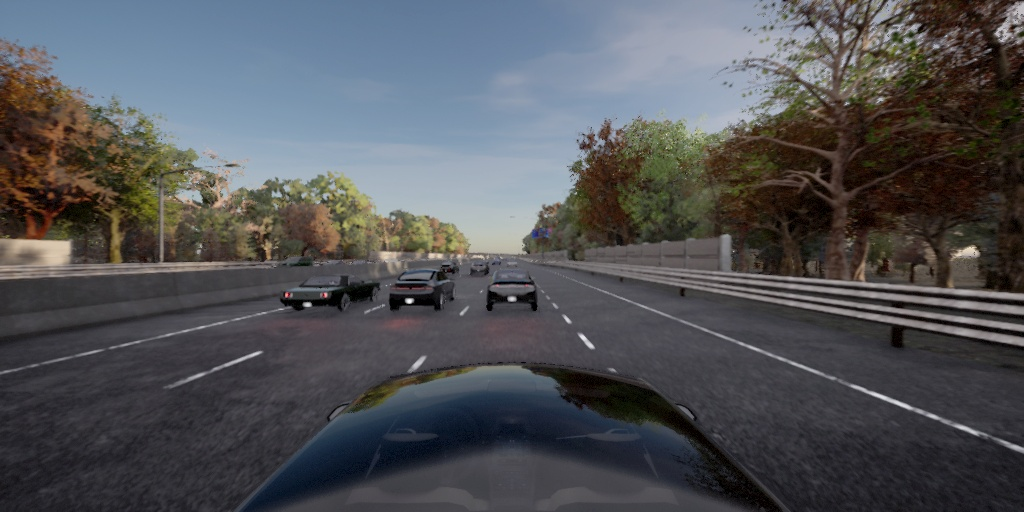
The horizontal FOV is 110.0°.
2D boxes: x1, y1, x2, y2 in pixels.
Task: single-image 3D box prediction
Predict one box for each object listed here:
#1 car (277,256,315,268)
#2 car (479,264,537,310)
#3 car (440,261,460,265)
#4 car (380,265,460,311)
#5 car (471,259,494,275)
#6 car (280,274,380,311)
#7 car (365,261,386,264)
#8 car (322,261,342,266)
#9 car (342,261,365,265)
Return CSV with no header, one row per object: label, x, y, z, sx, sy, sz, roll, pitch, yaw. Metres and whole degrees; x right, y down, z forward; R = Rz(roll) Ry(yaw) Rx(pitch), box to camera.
car,-28.028,1.053,46.840,2.150,2.045,5.566,0,0,1
car,0.005,1.265,14.783,2.128,1.511,4.902,0,0,0
car,-6.993,1.325,40.074,1.837,1.490,4.892,0,0,0
car,-3.500,1.280,14.665,1.837,1.490,4.892,0,0,0
car,-3.488,1.309,39.873,2.128,1.511,4.902,0,0,0
car,-6.997,1.374,14.490,1.895,1.301,4.718,0,0,0
car,-17.540,1.397,48.039,1.994,1.385,4.181,0,0,0
car,-24.523,1.384,49.956,2.033,1.411,5.357,0,0,1
car,-21.028,1.384,49.939,2.033,1.411,5.357,0,0,1
